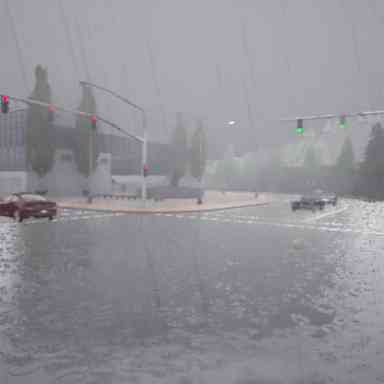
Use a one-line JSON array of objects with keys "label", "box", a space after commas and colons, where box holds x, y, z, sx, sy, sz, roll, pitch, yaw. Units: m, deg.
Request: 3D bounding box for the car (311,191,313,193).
[{"label": "car", "box": [19.586, 0.457, 51.641, 1.837, 1.490, 4.892, 1, 2, 8]}]

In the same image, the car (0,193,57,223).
[{"label": "car", "box": [-9.593, 0.793, 18.923, 5.008, 1.535, 1.882, 2, 1, 40]}]

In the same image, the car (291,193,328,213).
[{"label": "car", "box": [10.017, 1.003, 28.583, 1.895, 1.301, 4.718, 2, 2, 33]}]

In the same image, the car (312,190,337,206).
[{"label": "car", "box": [15.248, 0.746, 37.492, 2.128, 1.511, 4.902, 2, 2, 26]}]
